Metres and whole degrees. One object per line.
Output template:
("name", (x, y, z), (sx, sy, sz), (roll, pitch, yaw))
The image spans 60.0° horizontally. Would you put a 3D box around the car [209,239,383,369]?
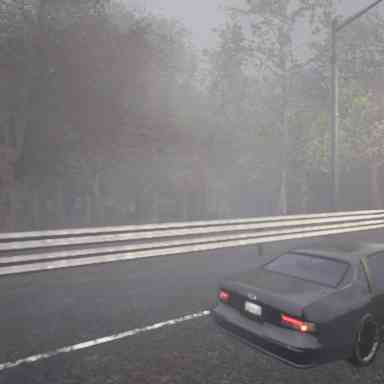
("car", (2.830, 1.559, 5.766), (5.357, 1.411, 2.033), (0, 0, -36))
